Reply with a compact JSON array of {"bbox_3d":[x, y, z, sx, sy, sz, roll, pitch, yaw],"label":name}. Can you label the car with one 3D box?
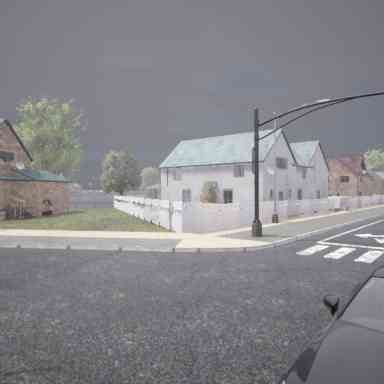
[{"bbox_3d":[2.548,1.524,3.442,1.812,1.442,4.674,0,0,42],"label":"car"}]
